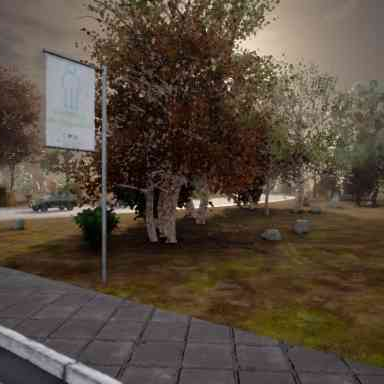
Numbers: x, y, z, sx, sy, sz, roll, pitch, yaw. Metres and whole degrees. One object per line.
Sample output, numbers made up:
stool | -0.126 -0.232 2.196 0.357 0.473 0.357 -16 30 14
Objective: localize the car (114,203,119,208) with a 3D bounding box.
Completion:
car | -10.141 1.462 48.167 1.837 1.490 4.892 0 0 37

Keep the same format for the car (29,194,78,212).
car | -16.531 1.212 39.939 2.150 2.045 5.566 0 0 38
